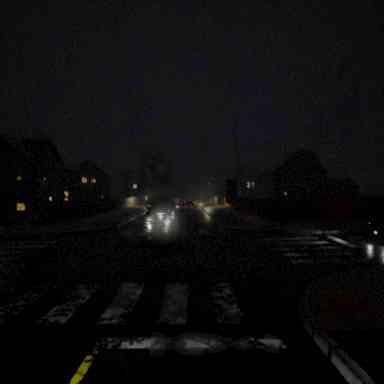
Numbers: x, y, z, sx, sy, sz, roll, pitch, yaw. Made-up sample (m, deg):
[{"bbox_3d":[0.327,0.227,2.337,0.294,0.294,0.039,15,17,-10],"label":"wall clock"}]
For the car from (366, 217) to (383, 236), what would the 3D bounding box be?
[{"bbox_3d":[10.513,1.308,14.244,5.357,1.411,2.033,-1,2,0],"label":"car"}]

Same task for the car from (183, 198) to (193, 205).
[{"bbox_3d":[-0.753,1.786,66.672,1.895,1.301,4.718,0,0,-2],"label":"car"}]

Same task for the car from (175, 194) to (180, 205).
[{"bbox_3d":[-3.395,1.373,60.714,2.150,2.045,5.566,0,0,-1],"label":"car"}]

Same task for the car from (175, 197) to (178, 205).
[{"bbox_3d":[-3.245,1.650,44.188,1.895,1.301,4.718,0,0,-1],"label":"car"}]

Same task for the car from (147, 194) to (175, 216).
[{"bbox_3d":[-3.084,1.238,32.616,2.150,2.045,5.566,0,0,-1],"label":"car"}]

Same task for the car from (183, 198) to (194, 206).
[{"bbox_3d":[-0.586,1.716,56.645,1.895,1.301,4.718,0,0,-1],"label":"car"}]
